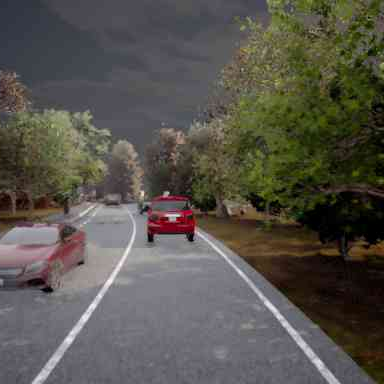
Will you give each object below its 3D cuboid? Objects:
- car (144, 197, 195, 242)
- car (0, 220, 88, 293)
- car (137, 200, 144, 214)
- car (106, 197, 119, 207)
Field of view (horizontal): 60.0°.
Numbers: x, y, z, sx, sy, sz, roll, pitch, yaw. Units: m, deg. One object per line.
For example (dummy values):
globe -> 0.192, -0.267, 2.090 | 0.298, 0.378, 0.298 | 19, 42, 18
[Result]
car -> -1.189, 1.253, 16.878 | 2.150, 2.045, 5.566 | 1, 0, -8
car -> -4.072, 1.532, 8.924 | 1.812, 1.442, 4.674 | 0, 0, -5
car -> -4.716, 1.589, 35.304 | 2.033, 1.411, 5.357 | 1, 0, -13
car -> -12.133, 1.520, 50.916 | 2.033, 1.411, 5.357 | 1, 0, -13
